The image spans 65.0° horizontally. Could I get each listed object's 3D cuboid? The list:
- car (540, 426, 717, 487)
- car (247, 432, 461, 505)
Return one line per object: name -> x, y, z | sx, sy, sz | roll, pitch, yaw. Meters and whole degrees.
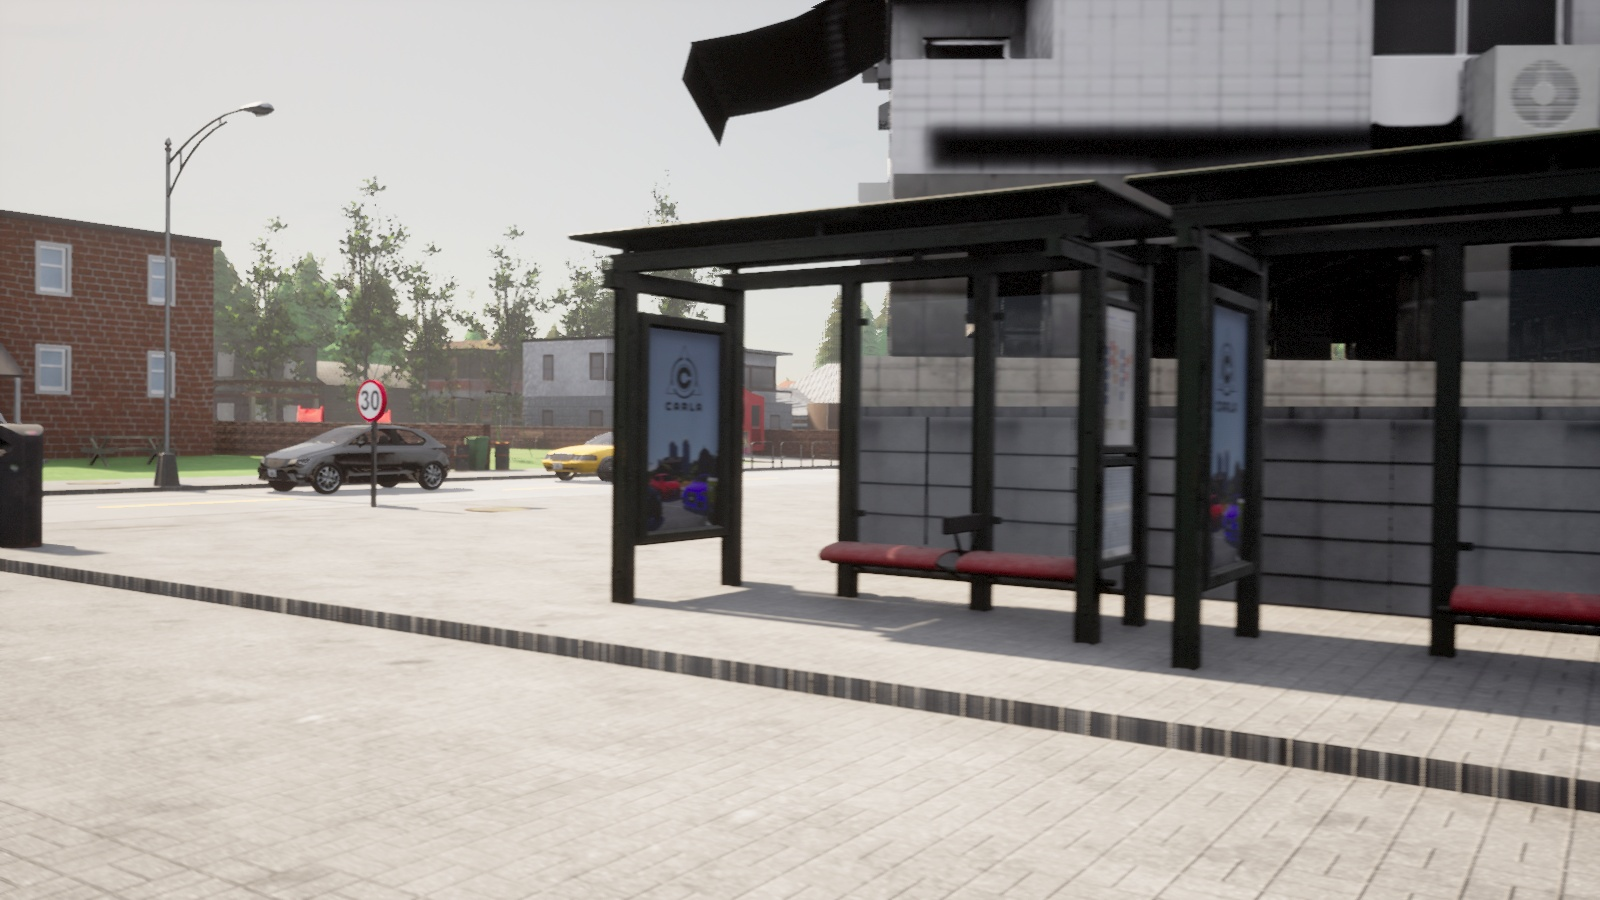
car -> -4.718, 0.122, 35.393 | 1.801, 1.575, 5.366 | 0, 1, 34
car -> -9.765, 0.346, 27.780 | 1.816, 1.474, 4.193 | 0, 1, 34
